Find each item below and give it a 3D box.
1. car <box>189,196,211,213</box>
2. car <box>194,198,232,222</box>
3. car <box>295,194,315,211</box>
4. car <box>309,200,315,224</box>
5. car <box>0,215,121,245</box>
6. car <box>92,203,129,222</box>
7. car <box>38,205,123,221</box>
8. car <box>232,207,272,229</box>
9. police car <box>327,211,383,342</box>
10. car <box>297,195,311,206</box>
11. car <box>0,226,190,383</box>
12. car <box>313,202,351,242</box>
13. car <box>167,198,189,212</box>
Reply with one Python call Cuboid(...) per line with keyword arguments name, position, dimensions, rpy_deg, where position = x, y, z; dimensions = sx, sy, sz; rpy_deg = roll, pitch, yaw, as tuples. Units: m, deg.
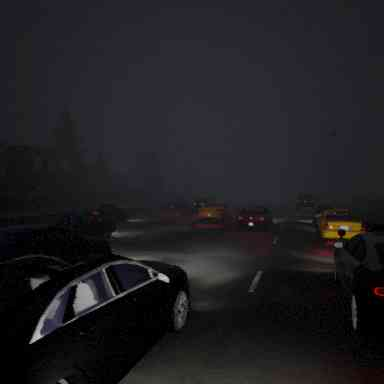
Cuboid(name="car", position=(1.645, 1.352, 36.700), dimensions=(2.097, 1.767, 4.553), rpy_deg=(0, 0, 17))
Cuboid(name="car", position=(1.981, 1.477, 26.338), dimensions=(1.882, 1.535, 5.008), rpy_deg=(0, 0, 18))
Cuboid(name="car", position=(14.066, 1.221, 41.342), dimensions=(2.150, 2.045, 5.566), rpy_deg=(0, 0, 18))
Cuboid(name="car", position=(8.792, 1.505, 21.555), dimensions=(1.837, 1.490, 4.892), rpy_deg=(0, 0, 18))
Cuboid(name="car", position=(-3.836, 1.526, 8.277), dimensions=(1.812, 1.442, 4.674), rpy_deg=(0, 0, 18))
Cuboid(name="car", position=(-6.231, 1.525, 23.707), dimensions=(1.812, 1.442, 4.674), rpy_deg=(0, 0, 18))
Cuboid(name="car", position=(-5.447, 1.547, 14.694), dimensions=(2.033, 1.411, 5.357), rpy_deg=(0, 0, 18))
Cuboid(name="car", position=(4.183, 1.600, 21.759), dimensions=(1.895, 1.301, 4.718), rpy_deg=(0, 0, 18))
Cuboid(name="police car", position=(3.921, 1.425, 6.430), dimensions=(1.930, 1.638, 5.238), rpy_deg=(0, 0, 18))
Cuboid(name="car", position=(18.392, 1.351, 54.785), dimensions=(2.097, 1.767, 4.553), rpy_deg=(0, 0, 18))
Cuboid(name="car", position=(-1.484, 1.490, 4.161), dimensions=(2.128, 1.511, 4.902), rpy_deg=(0, 0, 18))
Cuboid(name="car", position=(7.011, 1.455, 16.024), dimensions=(1.801, 1.575, 5.366), rpy_deg=(0, 0, 18))
Cuboid(name="car", position=(-1.385, 1.490, 38.723), dimensions=(2.128, 1.511, 4.902), rpy_deg=(0, 0, 18))
